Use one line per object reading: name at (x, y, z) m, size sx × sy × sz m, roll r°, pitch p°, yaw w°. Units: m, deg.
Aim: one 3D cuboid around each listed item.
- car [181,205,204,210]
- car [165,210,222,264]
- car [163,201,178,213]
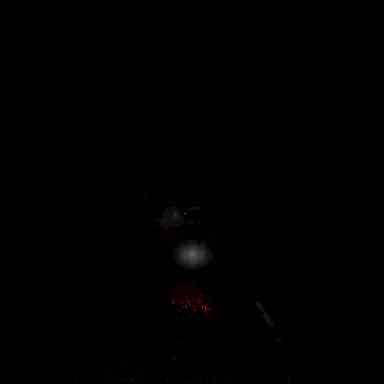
car at (0.055, 1.812, 28.078) m, size 1.812 × 1.442 × 4.674 m, roll 0°, pitch 0°, yaw 1°
car at (0.050, 1.635, 12.383) m, size 1.837 × 1.490 × 4.892 m, roll 0°, pitch 0°, yaw 1°
car at (-2.797, 1.965, 44.512) m, size 1.812 × 1.442 × 4.674 m, roll 0°, pitch -1°, yaw 1°
